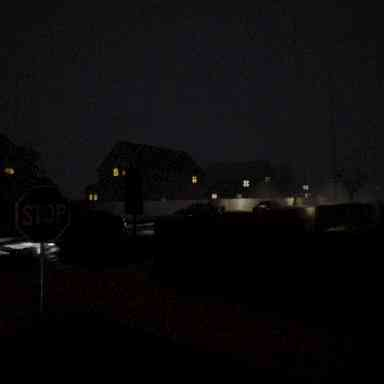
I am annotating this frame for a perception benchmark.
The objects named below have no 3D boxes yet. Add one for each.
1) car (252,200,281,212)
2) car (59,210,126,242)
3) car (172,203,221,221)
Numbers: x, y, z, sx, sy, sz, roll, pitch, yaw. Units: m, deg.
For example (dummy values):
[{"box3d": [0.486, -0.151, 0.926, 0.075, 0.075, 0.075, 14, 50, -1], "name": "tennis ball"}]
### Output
[{"box3d": [8.197, 1.717, 36.216, 1.837, 1.490, 4.892, 0, 1, 35], "name": "car"}, {"box3d": [-5.374, 1.634, 16.977, 1.994, 1.385, 4.181, 0, 0, 36], "name": "car"}, {"box3d": [0.441, 1.621, 25.234, 2.128, 1.511, 4.902, 0, 0, 35], "name": "car"}]
